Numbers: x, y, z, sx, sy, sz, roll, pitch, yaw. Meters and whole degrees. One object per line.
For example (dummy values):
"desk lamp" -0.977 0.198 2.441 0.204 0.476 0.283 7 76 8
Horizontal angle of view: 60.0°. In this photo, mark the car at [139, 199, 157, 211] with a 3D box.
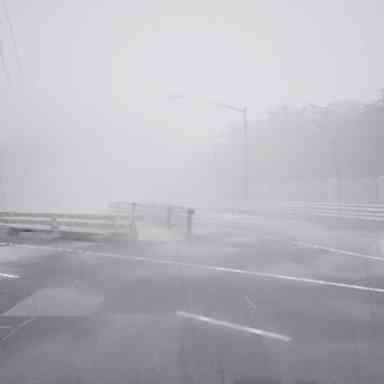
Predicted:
"car" -6.551 1.848 49.140 2.097 1.767 4.553 -1 -2 -18
